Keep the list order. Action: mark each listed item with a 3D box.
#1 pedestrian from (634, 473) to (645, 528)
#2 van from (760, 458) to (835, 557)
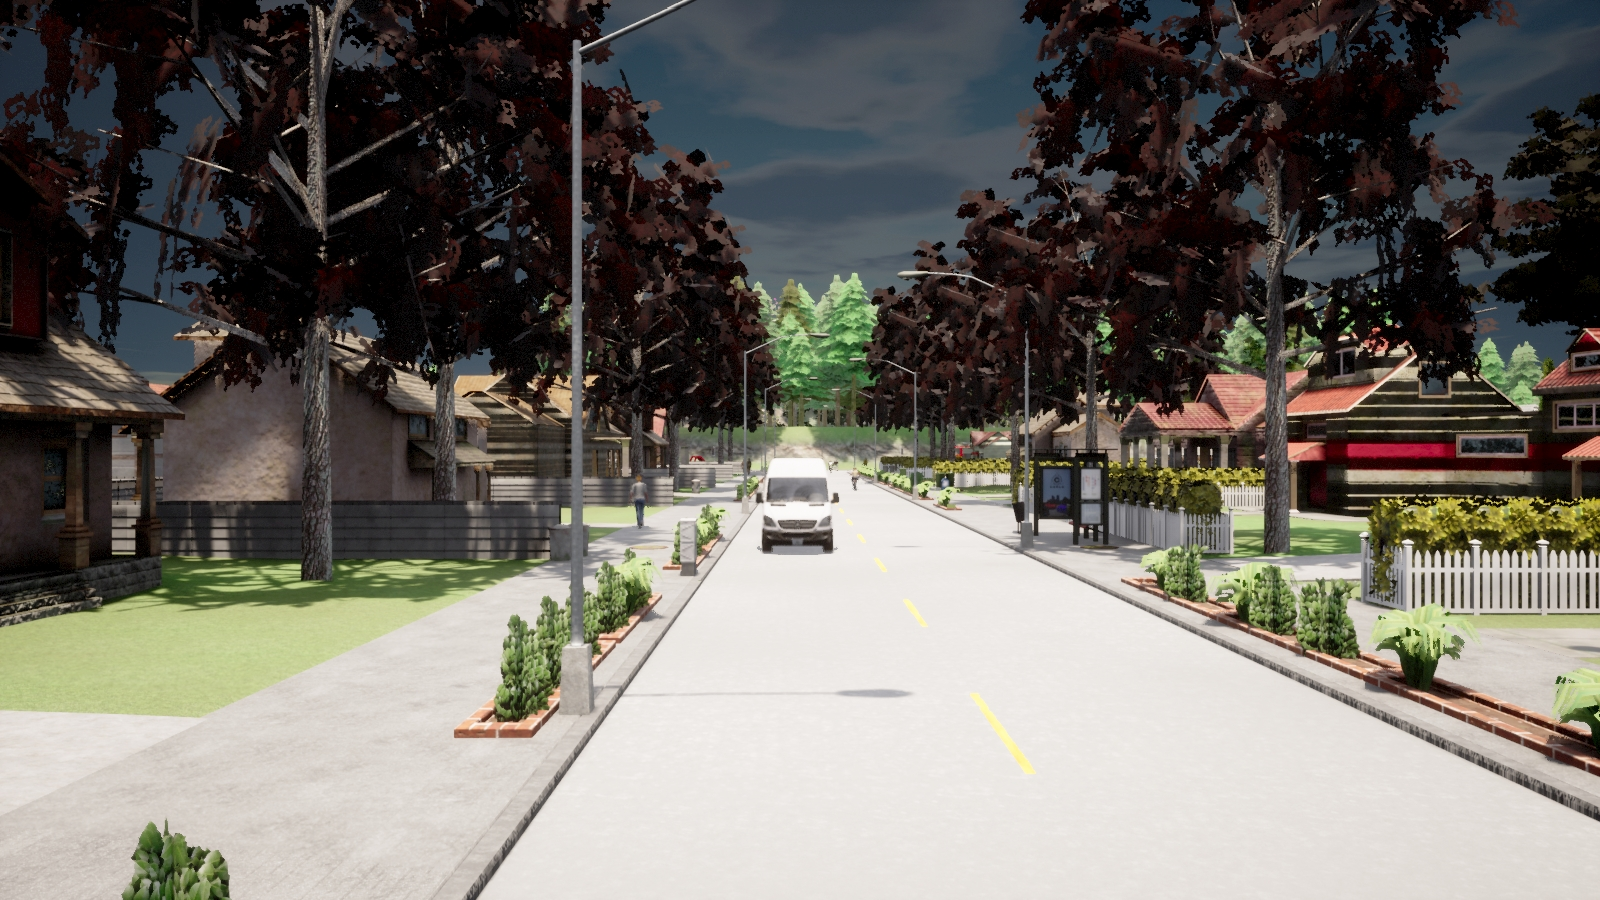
[{"bbox_3d":[-5.526,1.743,39.311,0.375,1.860,0.375,0,0,-9],"label":"pedestrian"},{"bbox_3d":[-0.069,1.534,33.019,1.988,2.561,5.915,0,0,0],"label":"van"}]
